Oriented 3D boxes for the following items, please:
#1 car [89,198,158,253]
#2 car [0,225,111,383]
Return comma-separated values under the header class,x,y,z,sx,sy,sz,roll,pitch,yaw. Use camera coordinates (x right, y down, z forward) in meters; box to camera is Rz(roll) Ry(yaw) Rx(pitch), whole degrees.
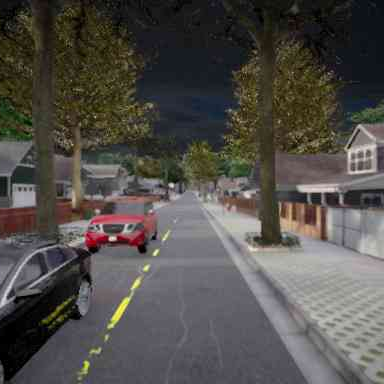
class,x,y,z,sx,sy,sz,roll,pitch,yaw
car,-2.742,1.274,14.285,2.150,2.045,5.566,0,0,0
car,-2.840,1.511,4.617,2.128,1.511,4.902,0,0,0
